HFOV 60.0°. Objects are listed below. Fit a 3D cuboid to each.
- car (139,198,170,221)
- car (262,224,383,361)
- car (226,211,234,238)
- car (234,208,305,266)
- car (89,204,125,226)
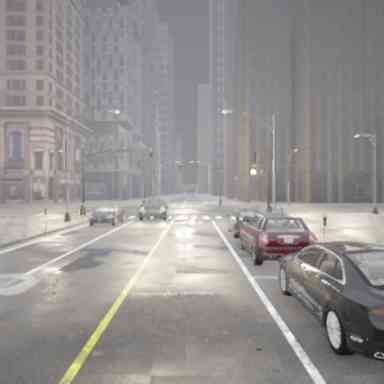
[{"bbox_3d":[-2.953,1.295,26.692,2.097,1.767,4.553,0,0,0],"label":"car"},{"bbox_3d":[2.771,1.538,5.865,2.008,1.369,4.403,0,0,0],"label":"car"},{"bbox_3d":[2.790,1.513,17.147,2.008,1.369,4.403,0,0,0],"label":"car"},{"bbox_3d":[2.781,1.415,11.506,1.967,1.590,4.097,0,0,0],"label":"car"},{"bbox_3d":[-5.725,1.502,22.801,2.008,1.369,4.403,0,0,0],"label":"car"}]
